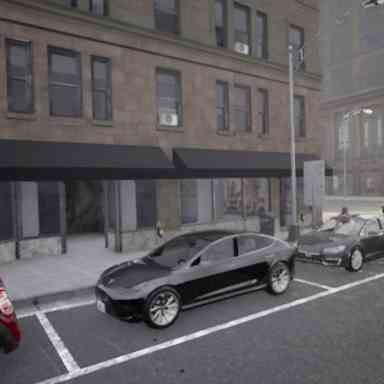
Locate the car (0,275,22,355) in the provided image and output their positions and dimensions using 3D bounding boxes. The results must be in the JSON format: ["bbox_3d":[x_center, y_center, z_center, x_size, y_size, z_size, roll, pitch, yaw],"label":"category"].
[{"bbox_3d":[-4.270,1.471,3.659,4.097,1.590,1.967,-2,0,-34],"label":"car"}]

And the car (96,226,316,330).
[{"bbox_3d":[0.278,1.478,6.765,4.313,1.339,1.947,-1,0,-34],"label":"car"}]

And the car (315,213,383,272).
[{"bbox_3d":[4.821,1.345,9.870,4.403,1.369,2.008,-1,0,-34],"label":"car"}]
